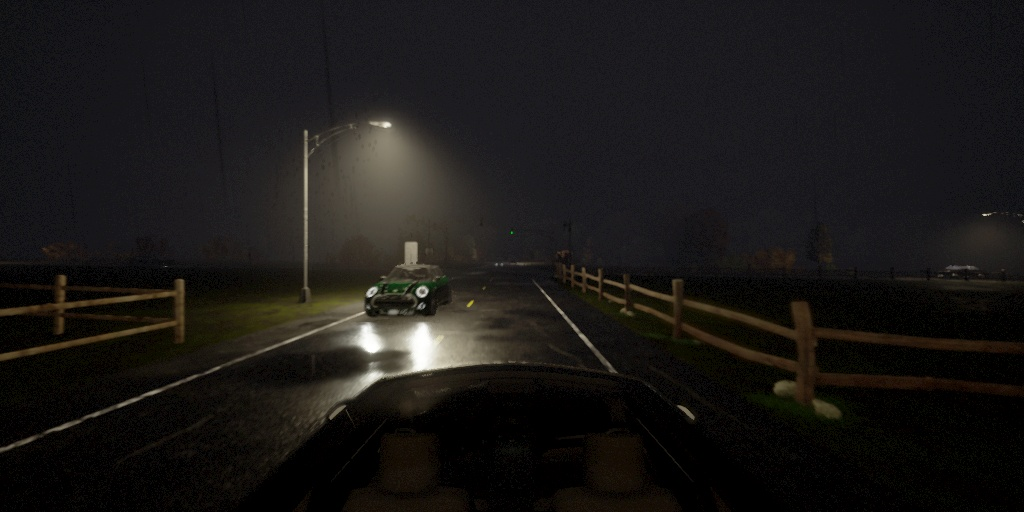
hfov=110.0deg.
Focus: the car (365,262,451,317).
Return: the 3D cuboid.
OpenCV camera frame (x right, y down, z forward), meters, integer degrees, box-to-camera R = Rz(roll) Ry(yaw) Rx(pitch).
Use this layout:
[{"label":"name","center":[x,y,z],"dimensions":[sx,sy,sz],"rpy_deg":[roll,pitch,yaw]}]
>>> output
[{"label":"car","center":[-3.592,1.109,13.115],"dimensions":[2.097,1.767,4.553],"rpy_deg":[0,0,0]}]
